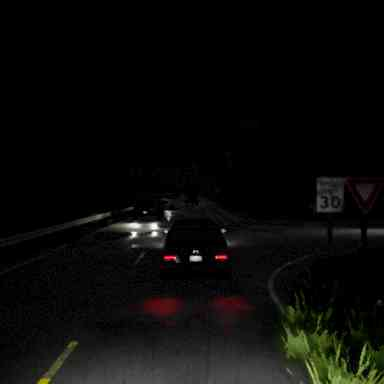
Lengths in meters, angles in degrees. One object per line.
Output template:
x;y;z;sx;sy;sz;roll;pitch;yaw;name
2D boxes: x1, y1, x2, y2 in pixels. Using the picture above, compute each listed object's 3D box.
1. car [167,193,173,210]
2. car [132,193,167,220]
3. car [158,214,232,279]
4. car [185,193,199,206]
-3.585;1.193;42.624;2.150;2.045;5.566;0;0;0;car
-3.596;1.205;28.152;2.150;2.045;5.566;0;0;0;car
0.085;1.526;10.045;2.033;1.411;5.357;-1;1;0;car
-0.002;1.189;55.452;2.150;2.045;5.566;0;0;0;car
